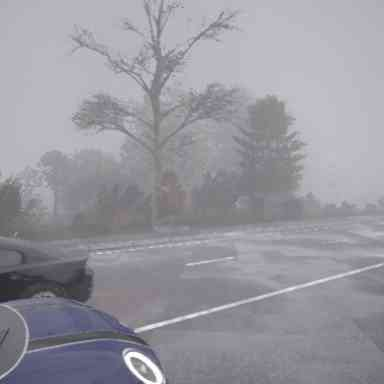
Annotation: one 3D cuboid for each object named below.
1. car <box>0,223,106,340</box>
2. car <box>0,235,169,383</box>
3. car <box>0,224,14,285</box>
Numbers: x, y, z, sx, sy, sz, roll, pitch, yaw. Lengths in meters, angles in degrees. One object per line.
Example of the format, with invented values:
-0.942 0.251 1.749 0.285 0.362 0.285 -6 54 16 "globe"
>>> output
-4.152 1.483 5.347 5.008 1.535 1.882 0 0 -36 "car"
-2.348 1.354 2.114 4.553 1.767 2.097 0 0 -35 "car"
-6.905 1.610 7.678 4.718 1.301 1.895 0 0 -35 "car"
